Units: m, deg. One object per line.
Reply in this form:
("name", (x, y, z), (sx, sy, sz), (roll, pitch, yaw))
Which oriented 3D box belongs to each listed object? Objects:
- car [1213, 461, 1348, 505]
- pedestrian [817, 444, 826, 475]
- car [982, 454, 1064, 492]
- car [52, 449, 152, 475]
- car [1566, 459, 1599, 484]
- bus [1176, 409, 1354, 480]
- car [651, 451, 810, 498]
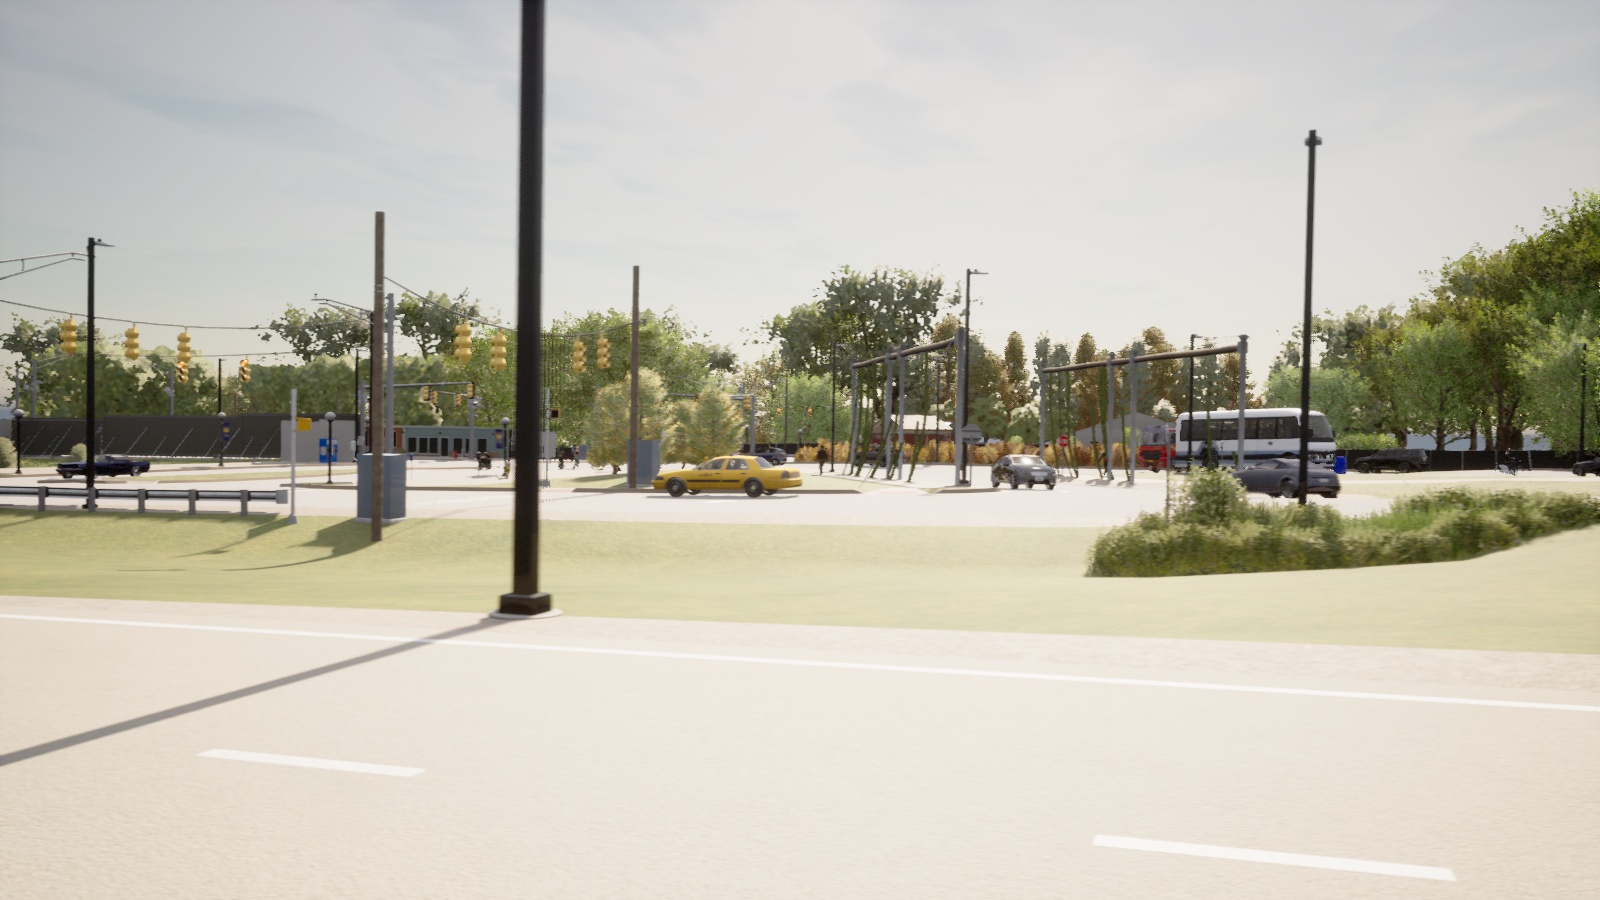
("car", (16.343, 1.104, 42.934), (1.994, 1.385, 4.181), (1, -1, -21))
("pedestrian", (1.293, 0.589, 76.624), (0.431, 1.840, 0.703), (1, 1, -7))
("car", (9.619, 0.986, 54.538), (2.128, 1.511, 4.902), (1, -1, -7))
("car", (-38.070, 0.612, 68.648), (1.895, 1.301, 4.718), (1, 1, 18))
("car", (48.661, 1.306, 75.195), (1.812, 1.442, 4.674), (1, 0, -20))
("bus", (29.732, -0.280, 80.878), (3.944, 4.253, 10.273), (0, -1, -36))
("car", (-2.460, 0.825, 44.499), (5.366, 1.575, 1.801), (0, 1, 18))
